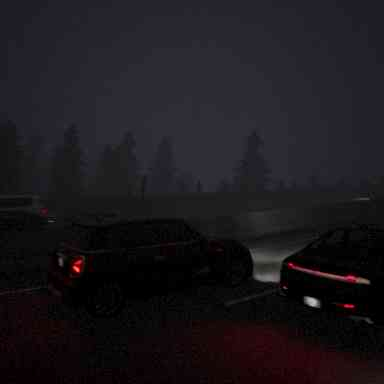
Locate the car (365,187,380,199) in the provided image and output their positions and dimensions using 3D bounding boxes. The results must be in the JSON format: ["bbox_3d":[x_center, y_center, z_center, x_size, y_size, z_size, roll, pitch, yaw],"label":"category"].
[{"bbox_3d":[24.545,0.081,42.987,5.357,1.411,2.033,-2,1,-35],"label":"car"}]

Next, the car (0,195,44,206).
[{"bbox_3d":[-10.735,1.212,17.832,5.566,2.045,2.150,-1,0,-36],"label":"car"}]

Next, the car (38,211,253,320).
[{"bbox_3d":[-0.746,1.310,7.522,4.553,1.767,2.097,-1,1,-35],"label":"car"}]

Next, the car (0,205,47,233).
[{"bbox_3d":[-8.670,1.514,15.006,4.674,1.442,1.812,-1,0,-36],"label":"car"}]

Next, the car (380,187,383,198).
[{"bbox_3d":[24.466,0.118,38.638,4.902,1.511,2.128,-2,1,-35],"label":"car"}]

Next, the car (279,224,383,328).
[{"bbox_3d":[3.788,1.377,6.453,4.902,1.511,2.128,-2,1,-35],"label":"car"}]

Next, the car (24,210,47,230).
[{"bbox_3d":[-4.352,1.510,13.787,4.181,1.385,1.994,-2,1,-36],"label":"car"}]
